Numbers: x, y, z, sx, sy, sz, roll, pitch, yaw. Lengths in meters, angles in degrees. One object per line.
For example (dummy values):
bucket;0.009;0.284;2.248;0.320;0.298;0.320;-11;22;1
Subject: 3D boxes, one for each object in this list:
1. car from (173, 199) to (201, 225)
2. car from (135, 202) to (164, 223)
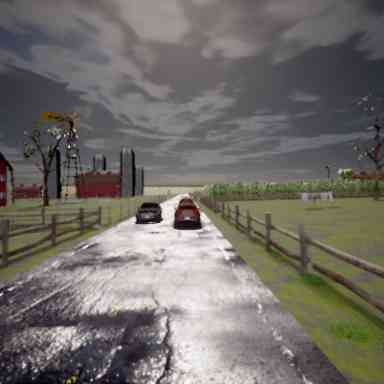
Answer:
car;-0.329;1.491;23.382;1.812;1.442;4.674;0;0;-1
car;-3.222;1.503;25.862;1.812;1.442;4.674;0;0;-1
